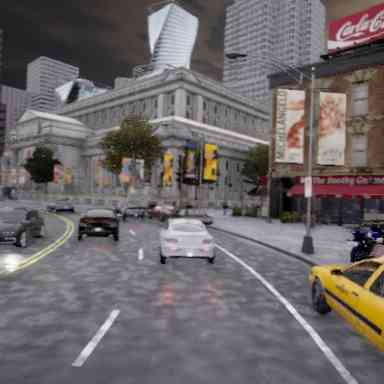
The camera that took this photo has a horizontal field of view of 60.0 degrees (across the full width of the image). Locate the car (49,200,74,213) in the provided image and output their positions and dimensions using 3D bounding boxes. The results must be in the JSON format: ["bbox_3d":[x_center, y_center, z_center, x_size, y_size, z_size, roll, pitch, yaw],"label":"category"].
[{"bbox_3d":[-14.422,1.528,36.393,1.994,1.385,4.181,3,-1,-38],"label":"car"}]

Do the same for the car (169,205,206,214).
[{"bbox_3d":[-0.062,1.917,24.865,1.895,1.301,4.718,2,-1,-17],"label":"car"}]

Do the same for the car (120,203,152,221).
[{"bbox_3d":[-5.627,1.674,29.269,2.128,1.511,4.902,3,-1,-26],"label":"car"}]

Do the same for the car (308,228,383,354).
[{"bbox_3d":[3.337,1.641,5.075,1.801,1.575,5.366,2,-1,2],"label":"car"}]

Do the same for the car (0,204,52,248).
[{"bbox_3d":[-7.684,1.421,14.244,1.837,1.490,4.892,2,-1,-11],"label":"car"}]

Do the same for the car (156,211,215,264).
[{"bbox_3d":[-0.307,1.678,12.451,1.812,1.442,4.674,2,-1,-6],"label":"car"}]

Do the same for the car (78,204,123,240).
[{"bbox_3d":[-4.763,1.535,17.306,1.882,1.535,5.008,2,-1,-13],"label":"car"}]
